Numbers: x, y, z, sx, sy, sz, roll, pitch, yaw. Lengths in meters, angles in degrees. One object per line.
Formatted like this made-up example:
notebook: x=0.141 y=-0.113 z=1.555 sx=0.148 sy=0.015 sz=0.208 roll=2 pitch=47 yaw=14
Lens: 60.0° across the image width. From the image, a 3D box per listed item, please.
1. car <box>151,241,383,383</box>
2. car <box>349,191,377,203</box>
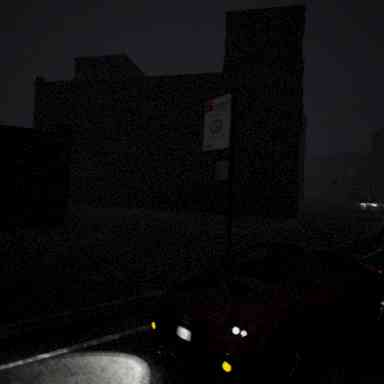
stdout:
car: x=1.439 y=1.554 z=5.381 sx=4.181 sy=1.385 sz=1.994 roll=0 pitch=0 yaw=-39
car: x=21.052 y=0.584 z=41.026 sx=1.994 sy=1.385 sz=4.181 roll=3 pitch=3 yaw=4
